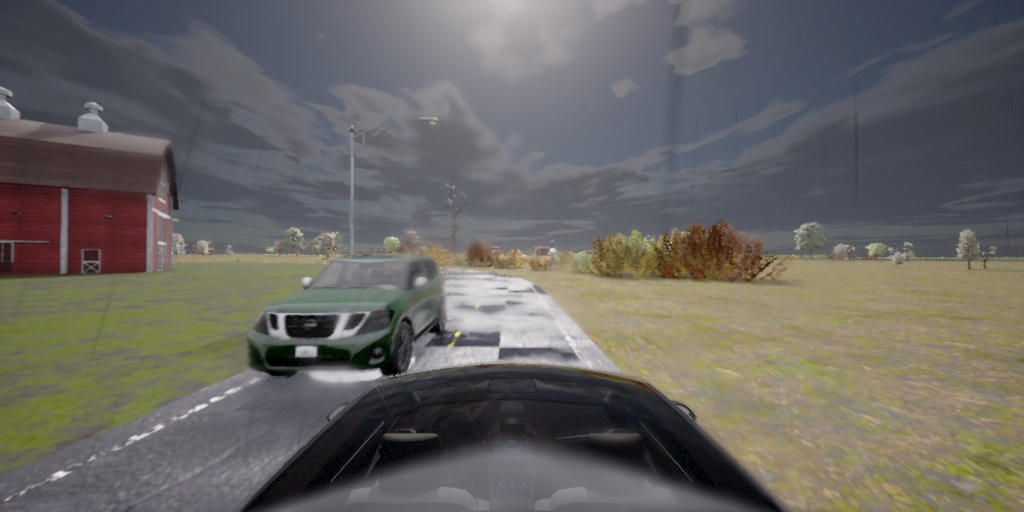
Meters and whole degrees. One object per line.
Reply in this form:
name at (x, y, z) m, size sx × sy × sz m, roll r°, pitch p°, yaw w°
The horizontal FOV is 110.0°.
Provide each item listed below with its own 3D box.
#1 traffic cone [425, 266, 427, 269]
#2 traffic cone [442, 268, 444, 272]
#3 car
traffic cone at (-12.386, 1.639, 51.497) m, size 0.340 × 0.580 × 0.340 m, roll 0°, pitch 0°, yaw -30°
traffic cone at (-8.265, 1.666, 42.796) m, size 0.340 × 0.580 × 0.340 m, roll 0°, pitch 0°, yaw -21°
car at (-2.859, 0.973, 7.737) m, size 2.150 × 2.045 × 5.566 m, roll 0°, pitch 0°, yaw 0°
